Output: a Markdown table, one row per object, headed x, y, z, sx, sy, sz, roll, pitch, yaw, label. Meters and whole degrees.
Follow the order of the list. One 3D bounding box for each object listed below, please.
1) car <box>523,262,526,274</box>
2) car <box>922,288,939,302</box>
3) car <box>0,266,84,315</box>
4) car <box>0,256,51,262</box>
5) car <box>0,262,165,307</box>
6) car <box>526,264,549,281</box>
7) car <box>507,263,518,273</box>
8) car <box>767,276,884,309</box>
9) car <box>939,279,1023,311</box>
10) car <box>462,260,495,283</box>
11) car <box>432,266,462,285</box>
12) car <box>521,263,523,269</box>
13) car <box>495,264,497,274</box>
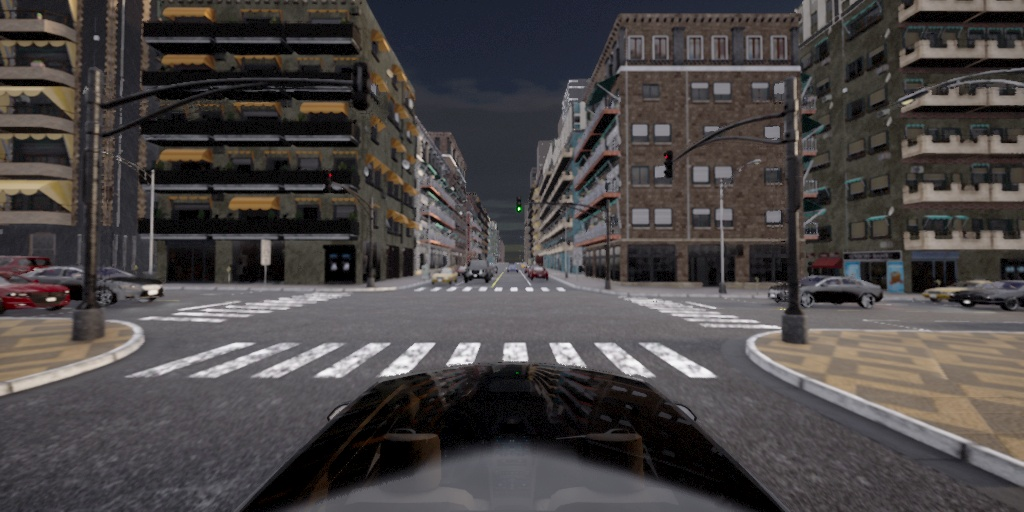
| x | y | z | sx | sy | sz | roll | pitch | yaw | label |
| --- | --- | --- | --- | --- | --- | --- | --- | --- | --- |
| 2.695 | 1.701 | 41.815 | 1.967 | 1.591 | 4.097 | 0 | 0 | 0 | car |
| 26.248 | 1.987 | 20.310 | 4.829 | 1.417 | 1.751 | 0 | 0 | 0 | car |
| -17.262 | 1.135 | 11.647 | 4.507 | 1.381 | 1.888 | 0 | 0 | 0 | car |
| -28.645 | 0.914 | 19.944 | 5.009 | 1.841 | 2.192 | 0 | 0 | 0 | car |
| -16.747 | 1.148 | 14.263 | 4.902 | 1.511 | 2.128 | 1 | -1 | -1 | car |
| 2.694 | 1.735 | 36.292 | 1.888 | 1.381 | 4.507 | 0 | 0 | 0 | car |
| 0.104 | 2.030 | 59.077 | 2.033 | 1.411 | 5.357 | 0 | -1 | 0 | car |
| 15.307 | 1.722 | 17.691 | 4.902 | 1.511 | 2.128 | 1 | -1 | -1 | car |
| 25.166 | 1.932 | 17.757 | 5.357 | 1.411 | 2.033 | 1 | -1 | 0 | car |
| -3.097 | 1.372 | 33.205 | 2.150 | 2.045 | 5.566 | 0 | -1 | 0 | car |
| -5.687 | 1.645 | 30.614 | 1.751 | 1.417 | 4.829 | 0 | 0 | 0 | car |
| 2.696 | 1.985 | 52.861 | 1.802 | 1.307 | 4.207 | 0 | 0 | 0 | car |
| -3.095 | 1.784 | 43.239 | 1.837 | 1.490 | 4.892 | 0 | -1 | 0 | car |
